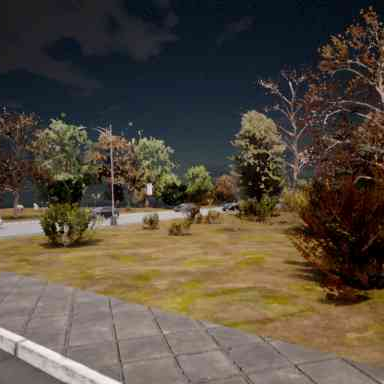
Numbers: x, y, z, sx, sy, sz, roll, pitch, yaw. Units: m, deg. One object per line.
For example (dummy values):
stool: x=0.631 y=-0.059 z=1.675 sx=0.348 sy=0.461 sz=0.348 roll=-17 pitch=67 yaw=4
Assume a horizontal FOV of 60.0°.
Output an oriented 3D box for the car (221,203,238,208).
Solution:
car: x=6.312 y=2.310 z=51.004 sx=1.895 sy=1.301 sz=4.718 roll=-3 pitch=-2 yaw=32

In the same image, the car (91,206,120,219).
car: x=-10.365 y=2.417 z=37.891 sx=1.837 sy=1.490 sz=4.892 roll=-3 pitch=-2 yaw=32

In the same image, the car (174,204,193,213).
car: x=-1.056 y=2.582 z=52.692 sx=1.994 sy=1.385 sz=4.181 roll=-3 pitch=-2 yaw=32

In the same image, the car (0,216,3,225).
car: x=-17.678 y=2.408 z=26.604 sx=1.812 sy=1.442 sz=4.674 roll=-3 pitch=-2 yaw=34

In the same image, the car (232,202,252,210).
car: x=9.423 y=2.575 z=62.483 sx=1.895 sy=1.301 sz=4.718 roll=-3 pitch=-2 yaw=33
